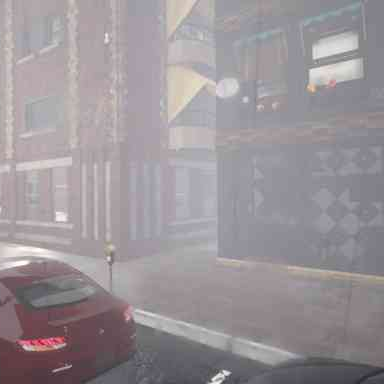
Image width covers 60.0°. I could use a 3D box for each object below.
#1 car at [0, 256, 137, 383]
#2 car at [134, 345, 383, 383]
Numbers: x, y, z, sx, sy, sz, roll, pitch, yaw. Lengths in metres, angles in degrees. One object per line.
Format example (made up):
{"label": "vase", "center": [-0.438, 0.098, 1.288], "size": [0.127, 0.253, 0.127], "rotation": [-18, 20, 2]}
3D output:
{"label": "car", "center": [-2.603, 1.583, 4.698], "size": [4.206, 1.307, 1.802], "rotation": [0, -1, 35]}
{"label": "car", "center": [2.006, 1.566, 1.418], "size": [4.313, 1.339, 1.947], "rotation": [0, -1, 35]}
